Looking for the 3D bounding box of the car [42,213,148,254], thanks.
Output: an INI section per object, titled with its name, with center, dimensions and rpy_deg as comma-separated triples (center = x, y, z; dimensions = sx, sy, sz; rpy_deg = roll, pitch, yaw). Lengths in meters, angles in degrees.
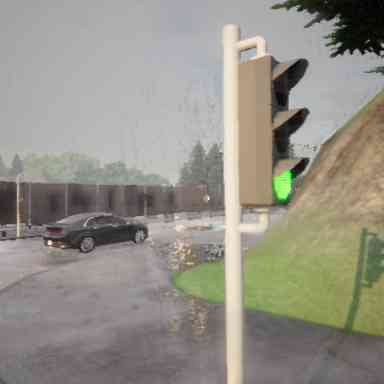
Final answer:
[car]
center = -3.995, 1.673, 14.602
dimensions = 1.837, 1.490, 4.892
rpy_deg = -1, 0, 35
